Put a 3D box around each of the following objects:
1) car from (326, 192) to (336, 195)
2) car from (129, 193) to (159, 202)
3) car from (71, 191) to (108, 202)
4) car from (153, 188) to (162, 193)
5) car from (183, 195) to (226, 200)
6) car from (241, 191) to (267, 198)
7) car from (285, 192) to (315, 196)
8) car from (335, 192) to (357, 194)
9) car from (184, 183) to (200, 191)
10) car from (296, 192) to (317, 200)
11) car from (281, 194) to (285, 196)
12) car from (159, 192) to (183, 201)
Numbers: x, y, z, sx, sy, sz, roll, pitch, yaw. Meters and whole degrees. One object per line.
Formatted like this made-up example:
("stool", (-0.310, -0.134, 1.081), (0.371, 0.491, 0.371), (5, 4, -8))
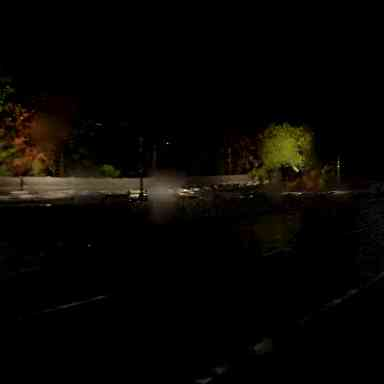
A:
("car", (25.915, 0.694, 61.077), (4.902, 1.511, 2.128), (-1, 1, -44))
("car", (-4.514, 1.090, 36.178), (4.718, 1.301, 1.895), (4, 1, -44))
("car", (-13.079, 0.543, 42.914), (2.033, 1.411, 5.357), (0, 1, 23))
("car", (-6.264, 0.072, 59.589), (1.812, 1.442, 4.674), (0, 2, 23))
("car", (1.807, 1.068, 32.609), (5.008, 1.535, 1.882), (-1, 1, -44))
("car", (9.317, 0.722, 49.761), (4.553, 1.767, 2.097), (-1, 1, -44))
("car", (15.513, 0.941, 46.036), (5.357, 1.411, 2.033), (-1, 1, -44))
("car", (27.453, 0.778, 57.691), (5.357, 1.411, 2.033), (-1, 1, -44))
("car", (-0.002, -0.881, 73.542), (2.150, 2.045, 5.566), (0, 3, 25))
("car", (21.157, 0.735, 61.317), (4.674, 1.442, 1.812), (-1, 1, -44))
("car", (14.496, 0.901, 49.917), (5.357, 1.411, 2.033), (-1, 1, -44))
("car", (-0.655, 1.048, 35.095), (5.008, 1.535, 1.882), (-1, 1, -44))
